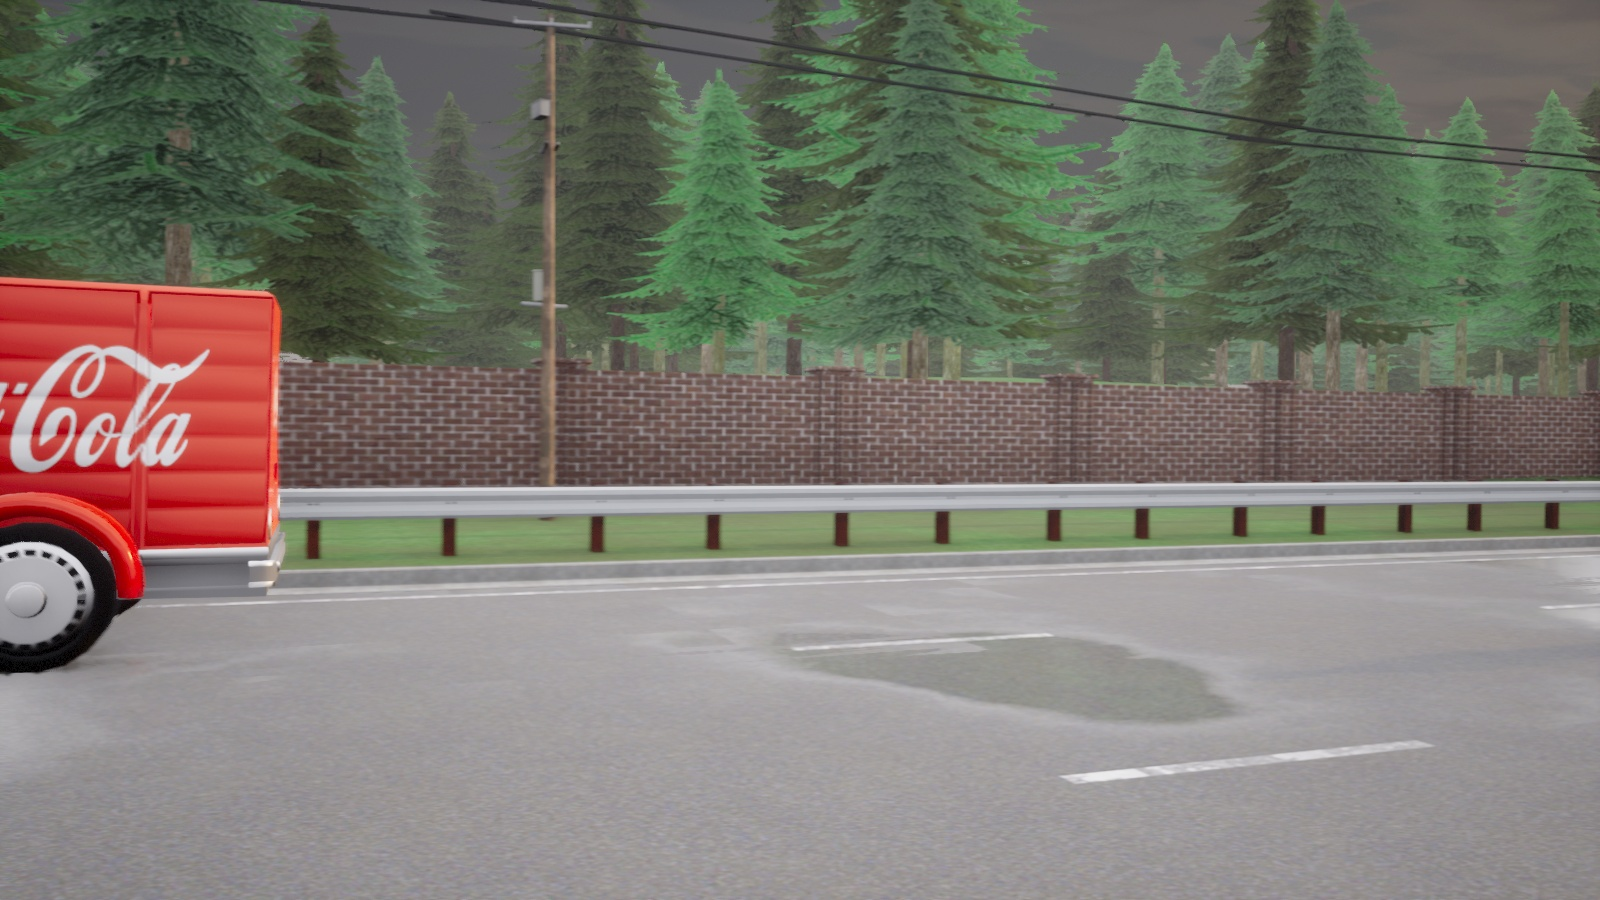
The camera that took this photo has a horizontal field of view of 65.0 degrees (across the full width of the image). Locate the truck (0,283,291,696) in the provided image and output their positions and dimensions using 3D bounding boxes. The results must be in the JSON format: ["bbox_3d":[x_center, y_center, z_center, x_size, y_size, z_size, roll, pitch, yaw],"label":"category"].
[{"bbox_3d":[-6.246,0.242,8.349,5.204,2.467,2.627,-1,1,-21],"label":"truck"}]
